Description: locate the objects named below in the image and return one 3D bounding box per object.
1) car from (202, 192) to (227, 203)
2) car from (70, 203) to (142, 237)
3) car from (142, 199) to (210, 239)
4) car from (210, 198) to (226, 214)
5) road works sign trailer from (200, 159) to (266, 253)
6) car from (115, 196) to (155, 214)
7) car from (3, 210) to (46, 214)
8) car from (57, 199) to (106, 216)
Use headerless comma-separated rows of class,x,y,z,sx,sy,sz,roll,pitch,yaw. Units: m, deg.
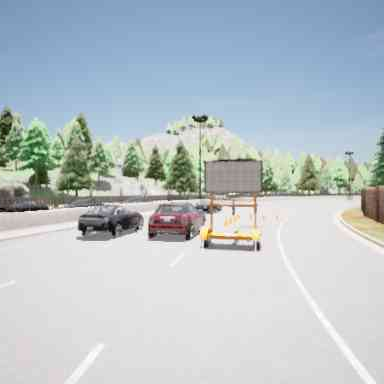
car,4.457,1.100,65.619,2.150,2.045,5.566,0,0,40
car,-4.159,1.458,17.743,2.128,1.511,4.902,0,0,13
car,-0.637,1.320,17.366,2.097,1.767,4.553,0,0,13
car,1.707,1.536,34.843,1.895,1.301,4.718,0,0,24
road works sign trailer,1.741,0.439,13.872,2.380,3.560,2.880,0,0,15
car,-5.925,1.286,35.175,2.097,1.767,4.553,0,0,23
car,-15.392,1.544,30.027,1.895,1.301,4.718,0,0,19
car,-10.698,1.443,32.675,1.837,1.490,4.892,0,0,21
